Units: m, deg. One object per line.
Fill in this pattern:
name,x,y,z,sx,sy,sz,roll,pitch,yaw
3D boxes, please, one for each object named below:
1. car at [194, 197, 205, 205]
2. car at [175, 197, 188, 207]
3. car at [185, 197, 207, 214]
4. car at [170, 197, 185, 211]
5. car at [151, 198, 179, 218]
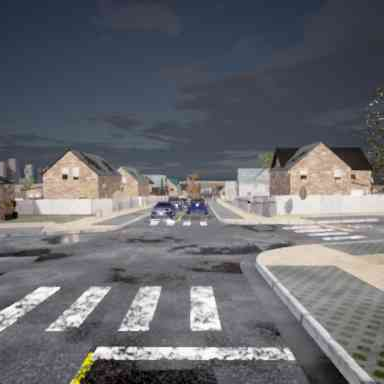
car,1.472,1.721,63.795,1.812,1.442,4.674,0,0,3
car,-1.693,1.663,55.878,1.812,1.442,4.674,0,0,2
car,0.618,1.397,36.503,2.097,1.767,4.553,0,0,1
car,-2.203,1.414,41.083,2.097,1.767,4.553,0,0,2
car,-2.501,1.549,30.014,1.812,1.442,4.674,0,0,2
